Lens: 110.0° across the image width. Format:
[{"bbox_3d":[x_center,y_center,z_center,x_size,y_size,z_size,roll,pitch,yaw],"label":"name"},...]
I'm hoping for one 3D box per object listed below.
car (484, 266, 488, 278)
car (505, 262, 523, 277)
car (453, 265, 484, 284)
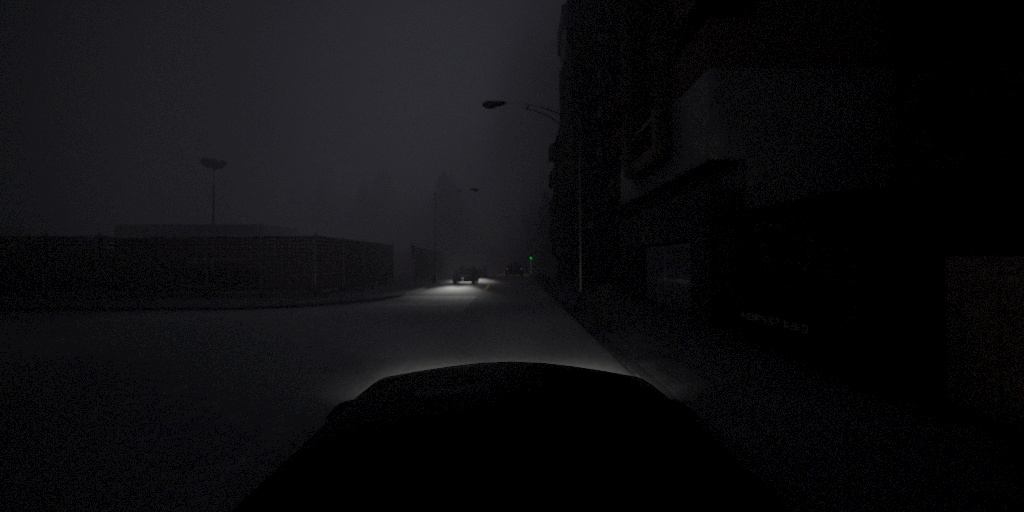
[{"bbox_3d":[-3.884,1.789,41.438,1.895,1.301,4.718,0,-1,0],"label":"car"},{"bbox_3d":[0.293,1.553,43.412,2.097,1.767,4.553,0,-1,0],"label":"car"},{"bbox_3d":[-3.956,1.570,31.326,2.128,1.511,4.902,0,-1,0],"label":"car"}]
